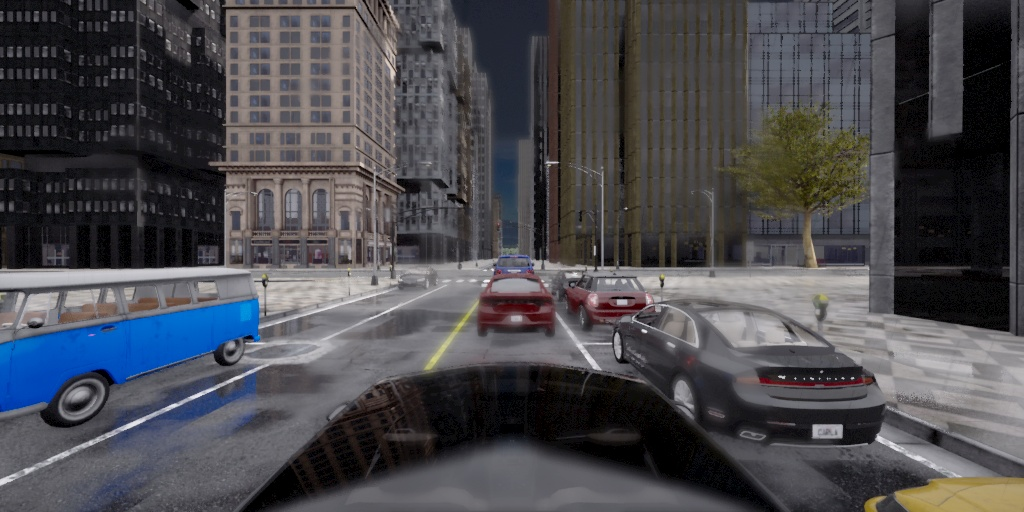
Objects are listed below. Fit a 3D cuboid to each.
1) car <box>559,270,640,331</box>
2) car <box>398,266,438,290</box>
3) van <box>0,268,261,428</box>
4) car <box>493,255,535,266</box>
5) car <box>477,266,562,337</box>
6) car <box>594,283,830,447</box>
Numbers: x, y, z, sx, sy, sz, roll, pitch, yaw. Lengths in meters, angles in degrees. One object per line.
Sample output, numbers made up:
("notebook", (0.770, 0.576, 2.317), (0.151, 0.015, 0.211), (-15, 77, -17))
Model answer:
("car", (2.777, 1.188, 10.965), (1.967, 1.591, 4.097), (0, 0, 0))
("car", (-5.732, 1.295, 22.258), (2.007, 1.370, 4.403), (0, 0, 0))
("van", (-5.756, 1.090, 5.335), (1.690, 1.789, 3.998), (0, 0, 0))
("car", (0.103, 0.967, 20.234), (2.150, 2.045, 5.566), (0, 0, 0))
("car", (0.106, 1.226, 10.350), (1.882, 1.535, 5.008), (0, 0, 0))
("car", (2.769, 1.300, 5.323), (2.007, 1.370, 4.403), (0, 0, 0))
